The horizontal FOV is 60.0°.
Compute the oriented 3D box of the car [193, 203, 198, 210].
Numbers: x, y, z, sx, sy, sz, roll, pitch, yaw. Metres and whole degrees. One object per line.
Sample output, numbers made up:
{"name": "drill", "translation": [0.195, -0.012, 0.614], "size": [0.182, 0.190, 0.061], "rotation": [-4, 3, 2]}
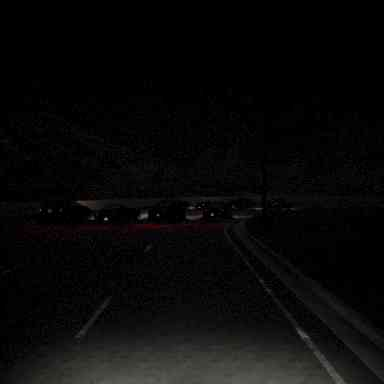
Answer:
{"name": "car", "translation": [2.229, 1.586, 42.347], "size": [1.895, 1.301, 4.718], "rotation": [0, 0, 36]}

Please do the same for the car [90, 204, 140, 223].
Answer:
{"name": "car", "translation": [-5.531, 1.592, 25.271], "size": [1.895, 1.301, 4.718], "rotation": [0, 0, 12]}

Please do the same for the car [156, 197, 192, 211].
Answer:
{"name": "car", "translation": [-2.195, 1.476, 42.464], "size": [2.128, 1.511, 4.902], "rotation": [0, 0, 33]}

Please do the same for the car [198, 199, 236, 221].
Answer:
{"name": "car", "translation": [2.161, 1.516, 27.202], "size": [1.812, 1.442, 4.674], "rotation": [0, 0, 16]}

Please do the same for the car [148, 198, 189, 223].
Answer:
{"name": "car", "translation": [-1.826, 1.469, 25.833], "size": [1.882, 1.535, 5.008], "rotation": [0, 0, 13]}

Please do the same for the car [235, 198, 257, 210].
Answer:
{"name": "car", "translation": [6.531, 1.490, 42.131], "size": [1.837, 1.490, 4.892], "rotation": [-1, 0, 39]}

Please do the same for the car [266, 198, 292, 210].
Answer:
{"name": "car", "translation": [10.772, 1.511, 41.684], "size": [1.812, 1.442, 4.674], "rotation": [0, 0, 42]}

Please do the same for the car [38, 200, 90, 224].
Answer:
{"name": "car", "translation": [-9.387, 1.342, 24.913], "size": [2.097, 1.767, 4.553], "rotation": [0, 0, 10]}
